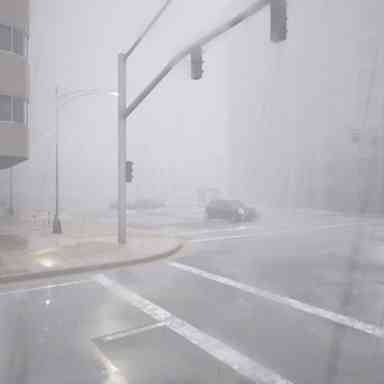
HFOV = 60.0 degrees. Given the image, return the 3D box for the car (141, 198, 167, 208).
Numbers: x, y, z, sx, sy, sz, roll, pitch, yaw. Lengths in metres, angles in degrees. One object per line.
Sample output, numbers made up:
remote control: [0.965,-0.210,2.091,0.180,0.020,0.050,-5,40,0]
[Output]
car: [-5.708,1.564,49.159,1.994,1.385,4.181,0,0,-36]

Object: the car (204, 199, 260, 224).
car: [2.953,1.352,25.092,2.097,1.767,4.553,0,0,-36]

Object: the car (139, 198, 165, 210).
car: [-6.227,1.547,43.940,2.033,1.411,5.357,0,0,-36]

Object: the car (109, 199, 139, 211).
car: [-8.722,1.564,41.143,1.994,1.385,4.181,0,0,-36]
